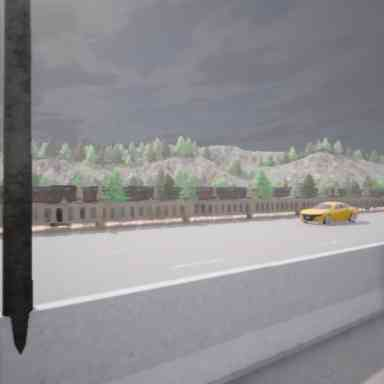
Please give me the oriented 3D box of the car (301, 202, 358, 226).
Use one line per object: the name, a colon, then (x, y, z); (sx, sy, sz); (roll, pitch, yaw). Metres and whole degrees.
car: (9.877, 1.479, 23.878); (5.008, 1.535, 1.882); (0, 0, -35)
